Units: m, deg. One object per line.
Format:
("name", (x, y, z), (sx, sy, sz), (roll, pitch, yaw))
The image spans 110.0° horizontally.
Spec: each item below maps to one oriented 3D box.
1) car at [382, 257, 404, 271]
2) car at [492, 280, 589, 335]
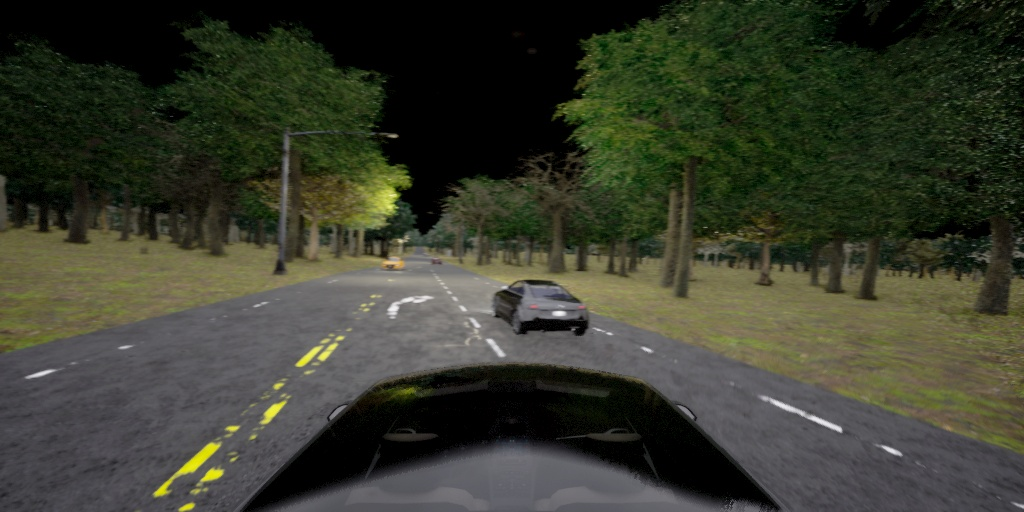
("car", (-13.762, 0.867, 41.814), (1.882, 1.535, 5.008), (2, 0, -9))
("car", (0.682, 1.408, 10.942), (1.994, 1.385, 4.181), (3, 0, -15))
